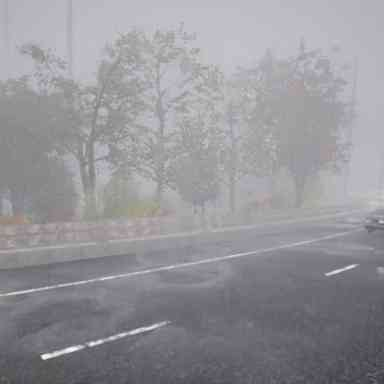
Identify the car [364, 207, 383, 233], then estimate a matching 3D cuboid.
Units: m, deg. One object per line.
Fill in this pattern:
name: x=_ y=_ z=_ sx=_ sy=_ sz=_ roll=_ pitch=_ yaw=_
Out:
car: x=11.388 y=1.572 z=18.840 sx=2.033 sy=1.411 sz=5.357 roll=0 pitch=0 yaw=43
